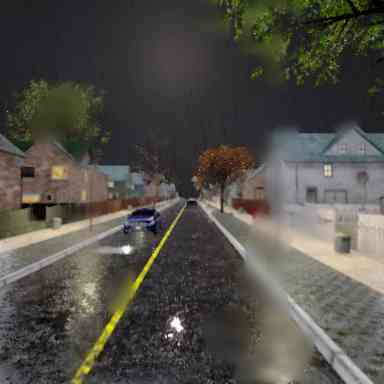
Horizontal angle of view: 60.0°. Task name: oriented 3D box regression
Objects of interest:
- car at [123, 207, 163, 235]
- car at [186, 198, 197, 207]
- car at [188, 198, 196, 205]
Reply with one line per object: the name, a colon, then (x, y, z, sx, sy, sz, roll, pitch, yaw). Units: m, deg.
car: (-2.812, 1.659, 19.890, 1.812, 1.442, 4.674, 0, -1, 0)
car: (-0.030, 1.934, 61.376, 1.882, 1.535, 5.008, 0, 0, 0)
car: (-0.034, 1.986, 71.766, 1.812, 1.442, 4.674, 0, -1, 0)
